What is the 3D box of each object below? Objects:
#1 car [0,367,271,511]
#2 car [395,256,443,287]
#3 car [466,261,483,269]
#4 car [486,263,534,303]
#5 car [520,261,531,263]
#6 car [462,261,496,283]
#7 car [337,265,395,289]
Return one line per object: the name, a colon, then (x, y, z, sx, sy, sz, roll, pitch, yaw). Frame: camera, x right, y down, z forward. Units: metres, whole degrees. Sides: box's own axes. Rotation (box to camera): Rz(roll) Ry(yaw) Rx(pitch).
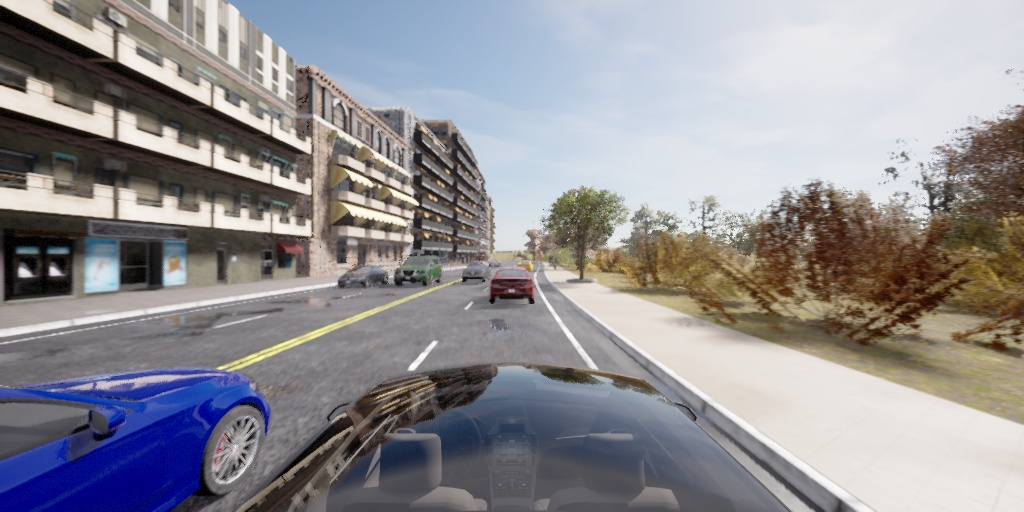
car: (-3.219, 1.267, 1.510, 1.812, 1.442, 4.674, 0, 0, -1)
car: (-6.410, 1.021, 25.191, 2.150, 2.045, 5.566, 0, 0, 2)
car: (-6.691, 1.543, 64.282, 2.033, 1.411, 5.357, 0, 0, 6)
car: (0.036, 1.268, 17.007, 1.882, 1.535, 5.008, 0, 0, 1)
car: (1.866, 1.421, 49.181, 1.882, 1.535, 5.008, 0, 0, 5)
car: (-2.827, 1.376, 29.415, 2.033, 1.411, 5.357, 0, 0, 3)
car: (-9.709, 1.311, 23.797, 1.812, 1.442, 4.674, 0, 0, 2)
